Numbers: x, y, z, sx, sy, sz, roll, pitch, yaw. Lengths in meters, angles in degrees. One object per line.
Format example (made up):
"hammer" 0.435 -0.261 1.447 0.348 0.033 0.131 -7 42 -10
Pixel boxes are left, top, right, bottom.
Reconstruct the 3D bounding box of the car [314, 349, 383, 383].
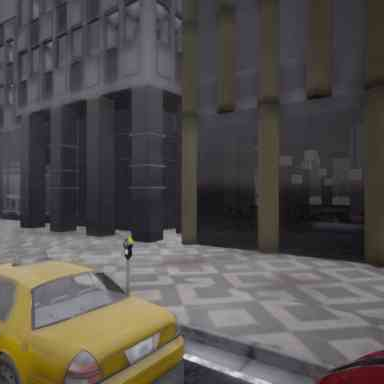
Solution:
"car" 2.364 1.438 1.274 4.097 1.590 1.967 0 0 36

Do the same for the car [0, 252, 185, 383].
"car" -2.367 1.523 4.649 4.829 1.417 1.752 0 0 36
